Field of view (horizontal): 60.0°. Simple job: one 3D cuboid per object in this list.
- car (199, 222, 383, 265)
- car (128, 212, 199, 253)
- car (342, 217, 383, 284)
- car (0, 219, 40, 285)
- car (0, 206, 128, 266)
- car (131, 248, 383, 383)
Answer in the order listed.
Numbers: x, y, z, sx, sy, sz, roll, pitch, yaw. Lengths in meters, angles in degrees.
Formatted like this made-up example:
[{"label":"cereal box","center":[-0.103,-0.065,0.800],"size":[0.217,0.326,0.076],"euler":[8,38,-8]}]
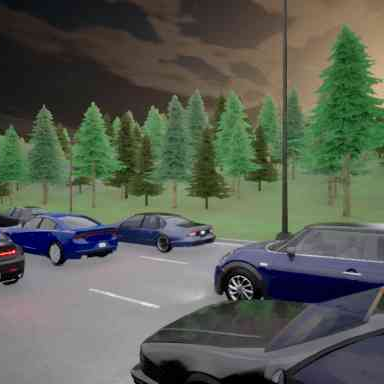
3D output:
[{"label":"car","center":[2.657,1.352,6.360],"size":[4.553,1.767,2.097],"euler":[0,0,36]},{"label":"car","center":[-1.642,1.547,13.742],"size":[5.357,1.411,2.033],"euler":[0,0,35]},{"label":"car","center":[6.431,1.505,7.976],"size":[4.892,1.490,1.837],"euler":[0,0,36]},{"label":"car","center":[-6.053,1.505,8.270],"size":[4.892,1.490,1.837],"euler":[0,0,36]},{"label":"car","center":[-4.776,1.478,11.678],"size":[5.008,1.535,1.882],"euler":[0,0,35]},{"label":"car","center":[1.982,1.547,2.524],"size":[5.357,1.411,2.033],"euler":[0,0,36]}]
